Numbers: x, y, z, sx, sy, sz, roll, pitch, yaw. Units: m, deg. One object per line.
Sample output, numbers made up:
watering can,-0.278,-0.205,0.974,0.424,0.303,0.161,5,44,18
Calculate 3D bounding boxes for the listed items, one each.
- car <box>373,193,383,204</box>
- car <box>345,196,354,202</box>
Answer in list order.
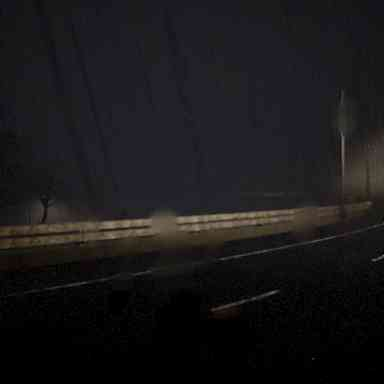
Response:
car,36.921,1.242,64.469,2.150,2.045,5.566,0,0,13
car,40.426,1.756,86.771,1.882,1.535,5.008,0,0,2
